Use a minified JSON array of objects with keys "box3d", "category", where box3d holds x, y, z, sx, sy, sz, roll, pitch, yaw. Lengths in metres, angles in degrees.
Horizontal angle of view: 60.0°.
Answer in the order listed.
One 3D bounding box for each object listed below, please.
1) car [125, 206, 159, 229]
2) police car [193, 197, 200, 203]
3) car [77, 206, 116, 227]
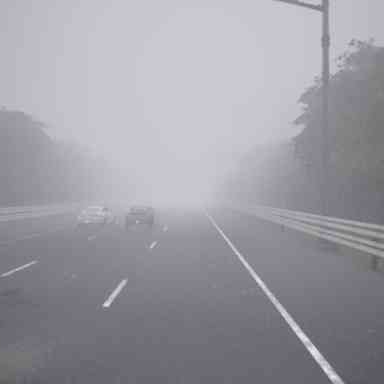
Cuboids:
[{"box3d":[-3.399,1.689,23.184,2.128,1.511,4.902,0,0,0],"category":"car"},{"box3d":[1.264,2.188,89.956,1.930,1.638,5.238,0,-1,1],"category":"police car"},{"box3d":[-6.898,1.730,24.225,1.812,1.442,4.674,0,0,0],"category":"car"}]
